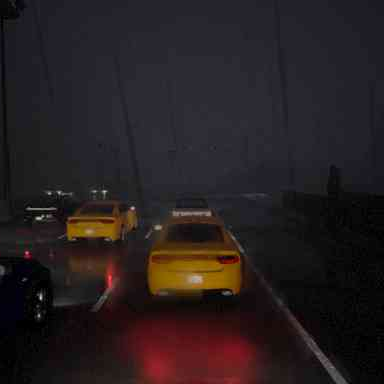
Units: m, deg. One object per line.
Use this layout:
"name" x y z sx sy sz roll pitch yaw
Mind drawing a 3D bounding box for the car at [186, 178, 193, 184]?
"car" -0.660 -2.835 86.568 2.128 1.511 4.902 0 3 0

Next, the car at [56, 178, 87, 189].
"car" -17.967 -0.874 49.738 2.128 1.511 4.902 0 3 0

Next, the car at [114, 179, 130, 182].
"car" -14.517 -1.853 67.517 1.882 1.535 5.008 0 3 0

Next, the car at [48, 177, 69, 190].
"car" -21.492 -1.400 54.411 2.150 2.045 5.566 0 3 0

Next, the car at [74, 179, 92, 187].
"car" -21.500 -1.747 65.802 2.128 1.511 4.902 0 3 0

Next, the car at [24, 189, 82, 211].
"car" -7.024 0.865 17.628 2.128 1.511 4.902 0 3 0

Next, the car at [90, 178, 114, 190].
"car" -14.459 -1.090 53.968 1.837 1.490 4.892 0 3 -1

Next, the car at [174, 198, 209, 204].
"car" -0.023 0.973 17.763 1.895 1.301 4.718 0 3 0

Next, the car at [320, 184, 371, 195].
"car" 17.668 -0.216 37.782 4.902 1.511 2.128 0 3 2

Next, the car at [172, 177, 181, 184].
"car" -4.157 -2.871 86.078 1.882 1.535 5.008 0 3 0

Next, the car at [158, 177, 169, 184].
"car" -7.656 -2.821 86.054 2.128 1.511 4.902 0 3 0

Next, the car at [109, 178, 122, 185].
"car" -18.100 -2.415 78.744 2.128 1.511 4.902 0 3 0

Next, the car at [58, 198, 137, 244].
"car" -3.495 1.061 13.717 1.882 1.535 5.008 0 3 0

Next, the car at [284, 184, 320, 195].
"car" 13.808 -0.305 41.407 4.718 1.301 1.895 0 3 2

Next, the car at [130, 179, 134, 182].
"car" -14.596 -2.321 78.310 1.895 1.301 4.718 0 3 0

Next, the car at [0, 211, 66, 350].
"car" -3.426 1.313 3.887 2.097 1.767 4.553 0 1 0

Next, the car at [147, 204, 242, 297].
"car" 0.044 1.316 8.395 1.882 1.535 5.008 0 2 0

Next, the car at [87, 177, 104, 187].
"car" -18.010 -1.592 63.590 1.812 1.442 4.674 0 3 0
